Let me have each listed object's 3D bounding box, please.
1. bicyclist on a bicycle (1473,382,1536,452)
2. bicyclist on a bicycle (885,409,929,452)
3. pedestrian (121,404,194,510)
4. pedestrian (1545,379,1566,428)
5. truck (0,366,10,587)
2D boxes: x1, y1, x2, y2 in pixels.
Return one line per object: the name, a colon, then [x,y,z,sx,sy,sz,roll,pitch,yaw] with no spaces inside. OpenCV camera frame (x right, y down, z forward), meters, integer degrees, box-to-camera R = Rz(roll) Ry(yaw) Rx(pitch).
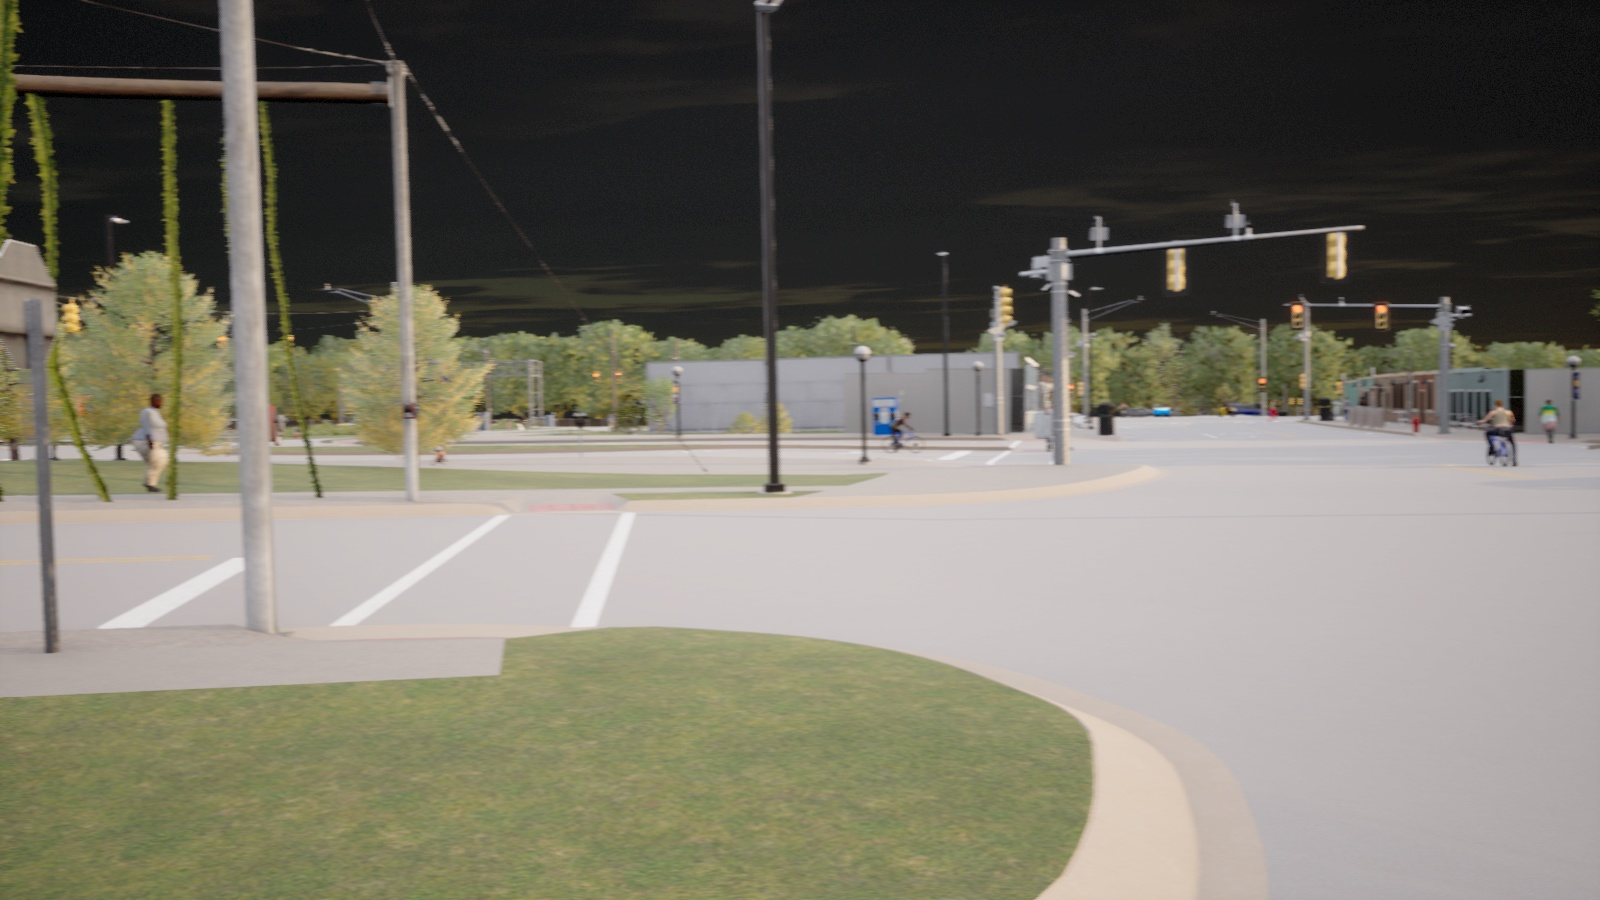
bicyclist on a bicycle: [16.899,-0.787,30.163,0.866,1.612,1.509,-2,1,12]
bicyclist on a bicycle: [4.219,-0.778,49.426,1.656,1.620,0.582,-1,2,8]
pedestrian: [-11.737,0.114,22.975,0.900,1.855,0.874,-3,3,-12]
pedestrian: [30.563,-1.874,50.818,0.659,1.952,0.873,-1,3,34]
truck: [-11.260,0.400,12.381,5.204,2.467,2.627,-2,2,-13]
